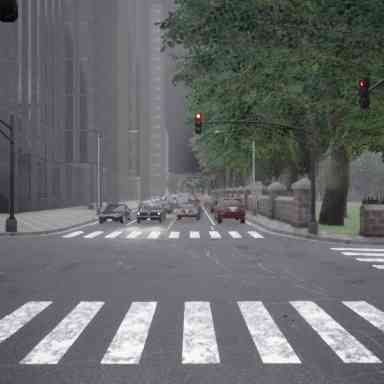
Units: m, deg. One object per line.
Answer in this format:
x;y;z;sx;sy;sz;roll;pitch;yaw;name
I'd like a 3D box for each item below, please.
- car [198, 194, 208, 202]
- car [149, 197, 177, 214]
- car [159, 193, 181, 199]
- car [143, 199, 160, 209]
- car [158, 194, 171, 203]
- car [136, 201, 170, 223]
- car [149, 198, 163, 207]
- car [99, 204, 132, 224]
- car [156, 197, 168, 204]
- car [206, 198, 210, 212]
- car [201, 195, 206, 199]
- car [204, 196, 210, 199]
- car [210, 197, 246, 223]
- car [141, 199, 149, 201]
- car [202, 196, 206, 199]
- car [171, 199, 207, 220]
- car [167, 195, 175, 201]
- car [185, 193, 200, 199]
2.524;1.425;75.837;2.097;1.767;4.553;0;0;0;car
-3.030;1.569;35.476;2.033;1.411;5.357;0;0;1;car
-3.006;1.385;45.752;2.097;1.767;4.553;0;0;0;car
-5.678;1.617;47.045;1.802;1.307;4.206;0;0;0;car
-5.638;1.375;68.873;2.192;1.841;5.009;0;0;0;car
-3.053;1.612;25.659;1.895;1.301;4.718;0;0;0;car
-5.668;1.623;52.502;1.802;1.307;4.206;0;0;0;car
-5.717;1.577;25.217;1.947;1.339;4.313;0;0;0;car
-5.648;1.635;63.416;1.802;1.307;4.206;0;0;0;car
2.828;1.588;36.123;1.947;1.339;4.313;0;0;0;car
2.857;1.481;52.493;1.967;1.590;4.097;0;0;0;car
2.838;1.579;41.579;2.008;1.369;4.403;0;0;0;car
2.808;1.326;25.211;2.192;1.841;5.009;0;0;0;car
-5.688;1.579;41.587;2.008;1.369;4.403;0;0;0;car
2.847;1.586;47.036;2.008;1.369;4.403;0;0;0;car
-0.131;1.561;28.057;2.033;1.411;5.357;0;0;5;car
-5.599;1.534;90.701;1.967;1.590;4.097;0;0;0;car
0.206;1.400;59.338;2.097;1.767;4.553;0;0;0;car
